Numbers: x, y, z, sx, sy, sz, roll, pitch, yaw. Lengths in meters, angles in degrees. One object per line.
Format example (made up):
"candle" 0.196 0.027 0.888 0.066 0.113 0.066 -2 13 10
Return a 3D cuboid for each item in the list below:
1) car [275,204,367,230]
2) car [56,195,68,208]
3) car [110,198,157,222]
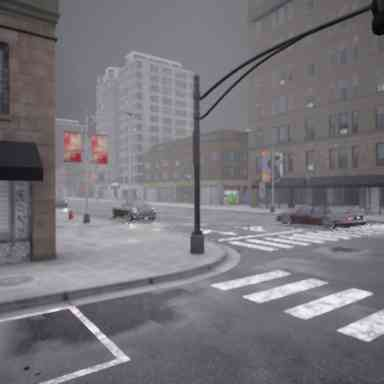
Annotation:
"car" 7.722 1.471 20.415 2.033 1.411 5.357 0 0 -35
"car" -18.153 1.252 44.548 2.097 1.767 4.553 0 0 -35
"car" -4.569 1.286 25.689 2.097 1.767 4.553 0 0 -36
